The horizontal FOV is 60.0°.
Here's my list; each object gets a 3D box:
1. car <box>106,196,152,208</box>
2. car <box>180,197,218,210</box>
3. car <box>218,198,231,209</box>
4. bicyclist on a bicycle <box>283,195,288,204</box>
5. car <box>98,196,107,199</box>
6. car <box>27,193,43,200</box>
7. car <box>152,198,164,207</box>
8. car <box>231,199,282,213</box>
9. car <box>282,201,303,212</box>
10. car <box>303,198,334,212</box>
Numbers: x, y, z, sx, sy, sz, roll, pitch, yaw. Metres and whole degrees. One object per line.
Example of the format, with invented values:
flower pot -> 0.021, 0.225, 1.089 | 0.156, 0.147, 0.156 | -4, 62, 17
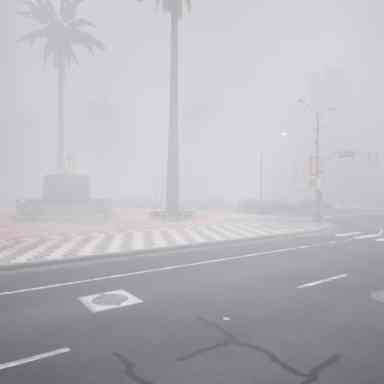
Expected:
car -> -8.949, 1.547, 47.556 | 5.357, 1.411, 2.033 | 0, 0, 14
car -> 0.566, 1.526, 42.941 | 4.674, 1.442, 1.812 | 0, 0, 34
car -> 3.427, 1.505, 45.098 | 4.892, 1.490, 1.837 | 0, 0, 36
bicyclist on a bicycle -> 15.278, 1.301, 54.491 | 0.582, 1.620, 1.656 | 0, 0, 42
car -> -15.835, 1.492, 59.127 | 4.902, 1.511, 2.128 | 0, 0, 2
car -> -26.043, 1.221, 58.561 | 5.566, 2.045, 2.150 | 0, 0, -10
car -> -6.427, 1.564, 50.303 | 4.181, 1.385, 1.994 | 0, 0, 17
car -> 7.033, 1.505, 36.528 | 1.837, 1.490, 4.892 | 0, 0, -39
car -> 9.974, 1.601, 38.462 | 1.895, 1.301, 4.718 | 0, 0, -39
car -> 14.176, 1.505, 39.277 | 1.837, 1.490, 4.892 | 0, 0, -37
